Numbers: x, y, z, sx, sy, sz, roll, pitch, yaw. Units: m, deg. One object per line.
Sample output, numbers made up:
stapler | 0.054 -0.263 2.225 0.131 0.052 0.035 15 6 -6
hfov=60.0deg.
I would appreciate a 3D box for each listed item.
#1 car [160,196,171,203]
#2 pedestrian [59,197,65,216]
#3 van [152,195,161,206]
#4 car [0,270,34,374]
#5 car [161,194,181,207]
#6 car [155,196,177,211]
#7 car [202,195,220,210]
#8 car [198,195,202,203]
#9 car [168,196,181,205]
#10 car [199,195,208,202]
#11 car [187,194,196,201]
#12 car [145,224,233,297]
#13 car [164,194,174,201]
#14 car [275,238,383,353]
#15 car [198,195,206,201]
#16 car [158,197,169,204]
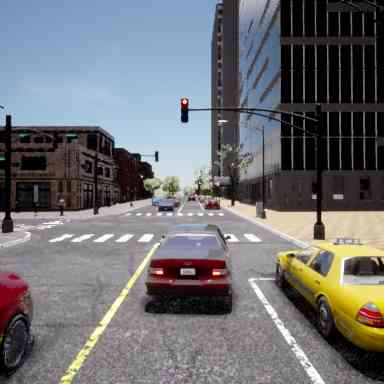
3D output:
car | -5.733 1.594 71.784 1.947 1.339 4.313 1 0 0
pedestrian | -12.568 1.369 32.087 0.375 1.860 0.375 0 0 1
van | -5.717 1.362 55.181 1.690 1.788 3.998 1 0 0
car | -3.102 1.526 2.895 1.812 1.442 4.674 0 0 0
car | -3.133 1.371 50.983 2.097 1.767 4.553 0 0 0
car | -3.154 1.562 41.084 2.033 1.411 5.357 0 0 -3
car | 2.670 1.456 44.103 1.967 1.590 4.097 1 0 0
car | 2.648 1.553 71.948 1.752 1.417 4.829 1 0 0
car | -3.112 1.515 61.360 2.128 1.511 4.902 0 0 0
car | 2.644 1.556 77.483 1.752 1.417 4.829 1 0 0
car | -0.061 1.387 81.614 2.097 1.767 4.553 0 0 0
car | 0.069 1.550 8.775 2.033 1.411 5.357 0 0 3
car | -5.737 1.348 82.852 2.192 1.841 5.009 1 0 0
car | 2.834 1.527 6.326 1.752 1.417 4.829 1 0 0
car | 2.636 1.580 88.382 1.887 1.381 4.507 1 0 0
car | -5.729 1.607 66.249 1.802 1.307 4.206 1 0 0
